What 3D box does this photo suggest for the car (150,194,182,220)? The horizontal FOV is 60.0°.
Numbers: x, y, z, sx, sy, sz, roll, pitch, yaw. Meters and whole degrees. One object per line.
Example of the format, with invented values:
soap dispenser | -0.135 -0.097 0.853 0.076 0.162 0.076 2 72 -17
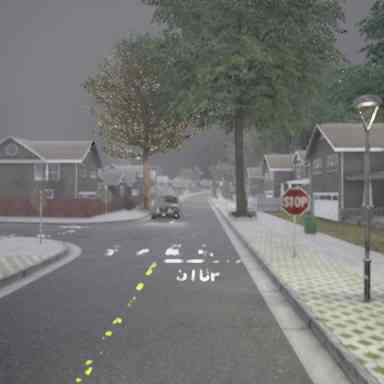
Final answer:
car | -2.008 1.227 27.310 2.150 2.045 5.566 0 2 2
